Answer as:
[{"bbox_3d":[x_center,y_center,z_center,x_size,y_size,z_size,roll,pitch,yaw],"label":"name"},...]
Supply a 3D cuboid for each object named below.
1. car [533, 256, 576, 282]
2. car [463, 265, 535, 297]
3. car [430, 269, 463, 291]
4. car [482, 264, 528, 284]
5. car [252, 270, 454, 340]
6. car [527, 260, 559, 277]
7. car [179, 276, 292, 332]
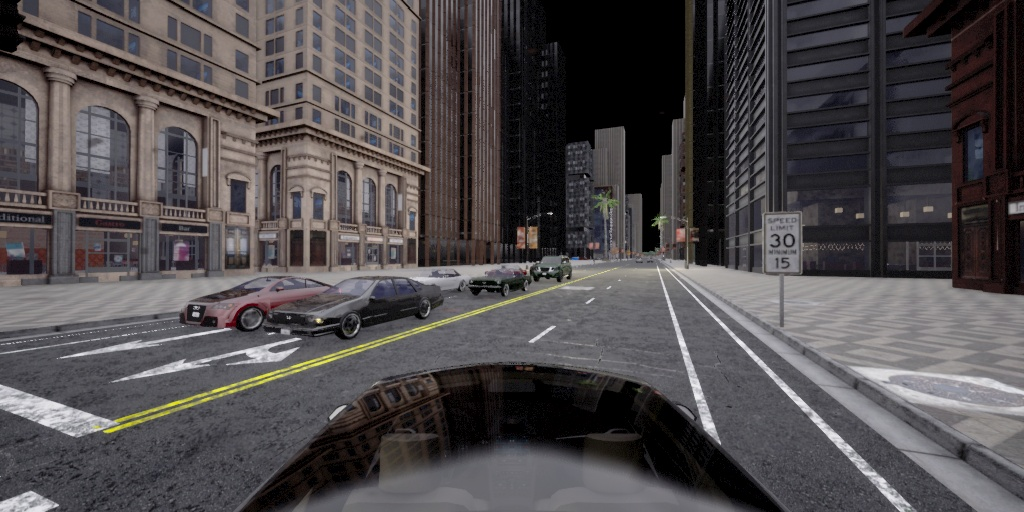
[{"bbox_3d":[3.419,0.986,29.305,2.150,2.045,5.566,0,0,21],"label":"car"},{"bbox_3d":[-0.528,1.357,19.364,1.895,1.301,4.718,0,0,22],"label":"car"},{"bbox_3d":[-4.110,1.356,19.152,1.895,1.301,4.718,0,0,22],"label":"car"},{"bbox_3d":[-0.435,1.363,28.411,1.895,1.301,4.718,0,0,22],"label":"car"},{"bbox_3d":[-4.064,1.299,10.450,2.033,1.411,5.357,0,0,22],"label":"car"},{"bbox_3d":[3.363,1.250,37.884,1.882,1.535,5.008,0,0,22],"label":"car"},{"bbox_3d":[-7.335,1.315,11.006,1.994,1.385,4.181,0,0,22],"label":"car"}]
